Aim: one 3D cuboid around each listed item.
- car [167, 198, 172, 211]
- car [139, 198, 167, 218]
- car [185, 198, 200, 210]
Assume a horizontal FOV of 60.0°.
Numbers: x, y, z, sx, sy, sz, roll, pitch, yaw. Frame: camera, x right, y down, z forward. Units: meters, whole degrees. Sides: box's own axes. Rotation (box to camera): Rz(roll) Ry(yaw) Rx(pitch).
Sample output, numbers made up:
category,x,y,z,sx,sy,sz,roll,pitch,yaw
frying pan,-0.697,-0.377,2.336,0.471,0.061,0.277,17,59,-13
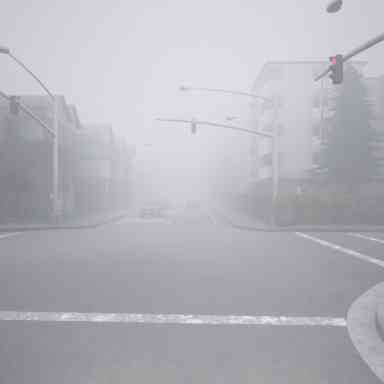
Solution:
category,x,y,z,sx,sy,sz,roll,pitch,yaw
car,-3.574,1.505,41.693,1.837,1.490,4.892,0,0,1
car,-3.583,1.507,30.118,1.837,1.490,4.892,0,-1,0
car,0.101,1.525,43.638,1.812,1.442,4.674,0,0,0
